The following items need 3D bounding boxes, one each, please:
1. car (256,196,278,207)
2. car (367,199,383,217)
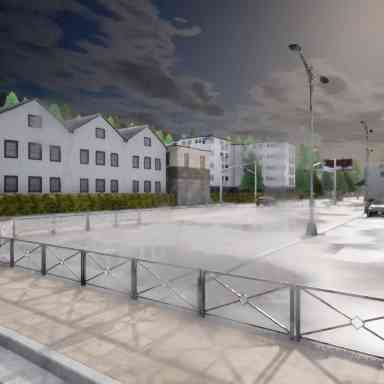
[{"bbox_3d":[10.641,1.313,47.153,1.837,1.490,4.892,0,0,32],"label":"car"},{"bbox_3d":[15.390,1.298,26.833,2.007,1.523,4.514,0,0,35],"label":"car"}]
